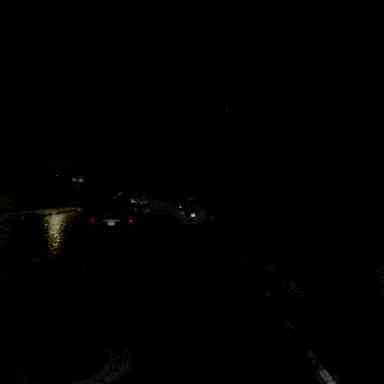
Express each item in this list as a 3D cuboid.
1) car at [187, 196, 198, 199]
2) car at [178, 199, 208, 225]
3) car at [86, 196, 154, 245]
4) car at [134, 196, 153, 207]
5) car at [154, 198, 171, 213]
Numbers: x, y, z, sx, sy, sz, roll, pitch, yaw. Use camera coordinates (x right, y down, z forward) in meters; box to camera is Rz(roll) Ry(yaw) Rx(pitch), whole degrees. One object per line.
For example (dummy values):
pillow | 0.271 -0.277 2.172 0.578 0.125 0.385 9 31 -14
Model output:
car | 0.046 1.259 40.039 1.812 1.442 4.674 0 0 0
car | 0.071 1.415 22.705 1.994 1.385 4.181 0 0 0
car | -3.170 1.252 15.163 2.097 1.767 4.553 0 0 0
car | -6.651 1.292 45.983 1.895 1.301 4.718 0 0 0
car | -3.195 1.323 33.834 2.033 1.411 5.357 0 0 0
